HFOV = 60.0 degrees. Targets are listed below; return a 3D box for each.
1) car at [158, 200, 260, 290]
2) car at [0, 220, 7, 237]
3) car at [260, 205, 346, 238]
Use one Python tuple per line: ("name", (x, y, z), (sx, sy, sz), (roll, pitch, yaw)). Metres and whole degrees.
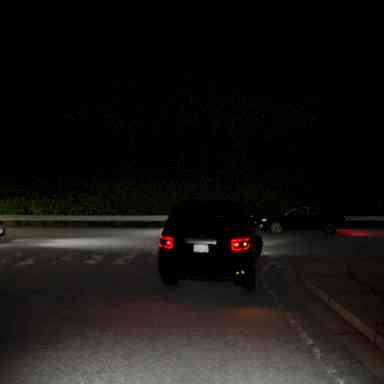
("car", (0.718, 1.222, 9.344), (2.150, 2.045, 5.566), (0, 0, 12))
("car", (-10.938, 1.490, 14.842), (4.902, 1.511, 2.128), (0, 0, 0))
("car", (5.898, 1.490, 18.427), (4.902, 1.511, 2.128), (0, 0, 0))
